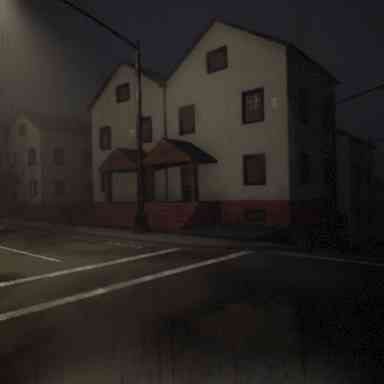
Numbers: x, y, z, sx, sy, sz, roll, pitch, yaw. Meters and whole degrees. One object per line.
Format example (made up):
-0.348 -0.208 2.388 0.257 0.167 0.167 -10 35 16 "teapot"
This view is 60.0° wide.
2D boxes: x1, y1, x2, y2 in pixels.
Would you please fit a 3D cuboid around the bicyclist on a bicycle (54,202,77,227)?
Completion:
-8.440 1.516 22.234 0.582 1.620 1.656 -1 0 41 "bicyclist on a bicycle"
